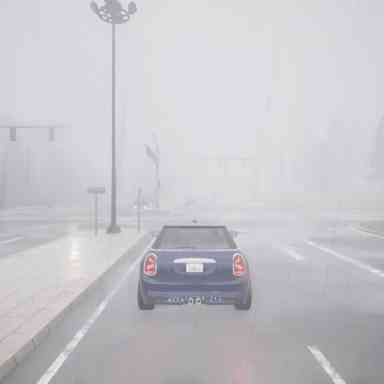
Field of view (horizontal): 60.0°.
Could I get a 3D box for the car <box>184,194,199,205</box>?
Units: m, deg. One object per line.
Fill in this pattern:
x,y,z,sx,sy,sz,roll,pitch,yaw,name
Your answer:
-0.235,1.526,54.784,1.812,1.442,4.674,0,0,-1,car

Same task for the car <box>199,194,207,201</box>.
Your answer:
2.736,1.513,85.350,1.812,1.442,4.674,0,0,-1,car

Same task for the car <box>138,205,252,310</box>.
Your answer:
0.060,1.352,7.964,2.097,1.767,4.553,0,0,0,car

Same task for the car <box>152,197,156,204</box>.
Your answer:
-8.454,1.564,65.561,1.994,1.385,4.181,0,0,0,car

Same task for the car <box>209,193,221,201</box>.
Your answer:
6.241,1.215,85.084,2.150,2.045,5.566,0,0,-1,car

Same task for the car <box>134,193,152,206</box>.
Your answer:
-8.334,1.352,55.615,2.097,1.767,4.553,0,0,-1,car

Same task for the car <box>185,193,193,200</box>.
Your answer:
-0.942,1.189,95.643,2.150,2.045,5.566,0,0,-1,car
